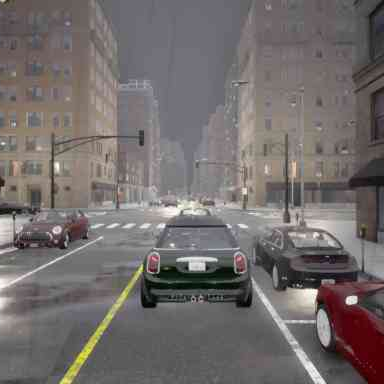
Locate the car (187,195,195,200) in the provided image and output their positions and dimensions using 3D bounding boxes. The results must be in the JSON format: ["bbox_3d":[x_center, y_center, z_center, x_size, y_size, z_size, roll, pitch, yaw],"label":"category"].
[{"bbox_3d":[-0.269,1.542,90.149,1.994,1.385,4.181,0,0,0],"label":"car"}]

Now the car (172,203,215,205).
[{"bbox_3d":[0.135,1.497,15.443,2.128,1.511,4.902,0,0,0],"label":"car"}]

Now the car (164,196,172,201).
[{"bbox_3d":[-6.092,1.720,85.662,1.802,1.307,4.206,0,0,0],"label":"car"}]

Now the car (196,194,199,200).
[{"bbox_3d":[2.551,1.398,69.192,2.192,1.841,5.009,0,0,0],"label":"car"}]

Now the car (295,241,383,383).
[{"bbox_3d":[2.683,1.545,3.252,1.887,1.381,4.507,0,0,0],"label":"car"}]

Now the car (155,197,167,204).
[{"bbox_3d":[-5.936,1.612,63.630,1.887,1.381,4.507,0,0,0],"label":"car"}]

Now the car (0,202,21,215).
[{"bbox_3d":[-16.318,1.531,30.289,4.718,1.301,1.895,0,0,0],"label":"car"}]

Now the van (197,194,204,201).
[{"bbox_3d":[2.396,1.503,91.220,1.690,1.788,3.998,0,0,0],"label":"van"}]

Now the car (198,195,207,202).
[{"bbox_3d":[2.473,1.559,80.205,1.967,1.590,4.097,0,0,0],"label":"car"}]

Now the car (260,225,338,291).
[{"bbox_3d":[2.696,1.553,8.744,2.008,1.369,4.403,0,0,0],"label":"car"}]

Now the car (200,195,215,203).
[{"bbox_3d":[2.667,1.590,52.671,1.887,1.381,4.507,0,0,0],"label":"car"}]

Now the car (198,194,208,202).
[{"bbox_3d":[2.588,1.594,63.855,1.752,1.417,4.829,0,0,0],"label":"car"}]

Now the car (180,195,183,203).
[{"bbox_3d":[-3.131,1.661,60.106,1.895,1.301,4.718,0,0,0],"label":"car"}]

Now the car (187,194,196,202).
[{"bbox_3d":[-0.198,1.706,80.174,1.895,1.301,4.718,0,0,0],"label":"car"}]

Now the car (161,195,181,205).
[{"bbox_3d":[-3.078,1.588,50.289,2.033,1.411,5.357,0,0,-1],"label":"car"}]

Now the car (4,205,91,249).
[{"bbox_3d":[-5.816,1.445,14.252,1.967,1.590,4.097,0,0,0],"label":"car"}]

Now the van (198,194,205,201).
[{"bbox_3d":[2.435,1.480,85.714,1.690,1.788,3.998,0,0,0],"label":"van"}]

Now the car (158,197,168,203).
[{"bbox_3d":[-5.975,1.664,69.138,1.802,1.307,4.206,0,0,0],"label":"car"}]

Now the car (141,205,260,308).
[{"bbox_3d":[0.068,1.354,8.091,2.097,1.767,4.553,0,0,-1],"label":"car"}]

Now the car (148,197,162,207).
[{"bbox_3d":[-5.858,1.595,52.614,2.008,1.369,4.403,0,0,0],"label":"car"}]

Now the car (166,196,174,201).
[{"bbox_3d":[-6.131,1.727,91.170,1.947,1.339,4.313,0,0,0],"label":"car"}]

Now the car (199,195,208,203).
[{"bbox_3d":[2.512,1.540,74.699,1.967,1.590,4.097,0,0,0],"label":"car"}]

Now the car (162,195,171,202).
[{"bbox_3d":[-6.052,1.558,80.154,1.967,1.590,4.097,0,0,0],"label":"car"}]
